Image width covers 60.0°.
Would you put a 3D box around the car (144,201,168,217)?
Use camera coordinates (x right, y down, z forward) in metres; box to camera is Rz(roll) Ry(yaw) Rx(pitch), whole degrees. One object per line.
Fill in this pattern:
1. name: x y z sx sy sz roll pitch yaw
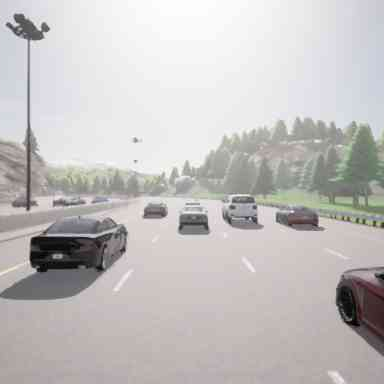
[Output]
1. car: -3.398 1.568 31.731 1.994 1.385 4.181 0 0 0

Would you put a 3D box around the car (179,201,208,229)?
1. car: 0.101 1.550 21.739 2.033 1.411 5.357 0 0 0

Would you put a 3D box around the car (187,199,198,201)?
1. car: 0.097 1.552 40.931 2.033 1.411 5.357 0 0 0

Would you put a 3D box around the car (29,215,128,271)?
1. car: -3.399 1.479 10.899 1.882 1.535 5.008 0 0 0

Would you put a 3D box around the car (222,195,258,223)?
1. car: 3.602 1.225 25.646 2.150 2.045 5.566 0 0 0

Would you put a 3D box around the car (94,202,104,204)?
1. car: -14.303 1.484 51.951 1.882 1.535 5.008 0 0 -2

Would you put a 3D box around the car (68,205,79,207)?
1. car: -17.726 1.554 51.059 2.033 1.411 5.357 0 0 -1

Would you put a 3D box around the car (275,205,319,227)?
1. car: 7.102 1.567 22.922 1.994 1.385 4.181 0 0 0

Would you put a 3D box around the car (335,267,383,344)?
1. car: 3.600 1.564 4.400 1.994 1.385 4.181 0 0 0
